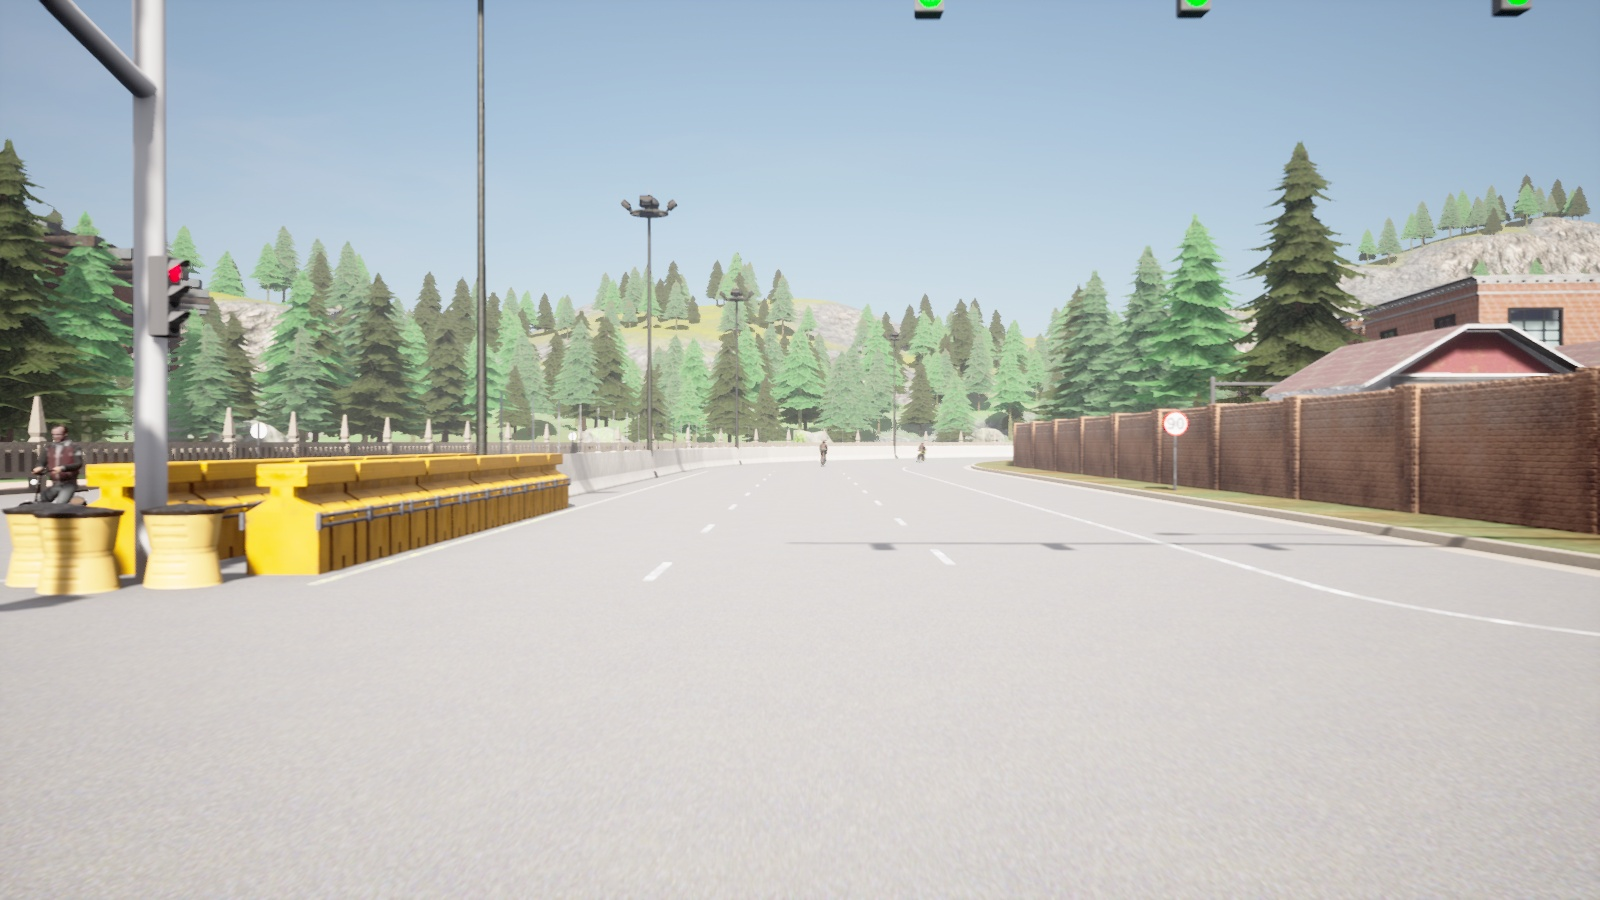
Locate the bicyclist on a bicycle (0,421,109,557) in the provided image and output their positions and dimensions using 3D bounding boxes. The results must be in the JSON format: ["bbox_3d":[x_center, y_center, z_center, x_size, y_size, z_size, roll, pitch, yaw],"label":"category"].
[{"bbox_3d":[-10.387,0.511,17.350,0.659,1.776,1.843,0,0,0],"label":"bicyclist on a bicycle"}]
